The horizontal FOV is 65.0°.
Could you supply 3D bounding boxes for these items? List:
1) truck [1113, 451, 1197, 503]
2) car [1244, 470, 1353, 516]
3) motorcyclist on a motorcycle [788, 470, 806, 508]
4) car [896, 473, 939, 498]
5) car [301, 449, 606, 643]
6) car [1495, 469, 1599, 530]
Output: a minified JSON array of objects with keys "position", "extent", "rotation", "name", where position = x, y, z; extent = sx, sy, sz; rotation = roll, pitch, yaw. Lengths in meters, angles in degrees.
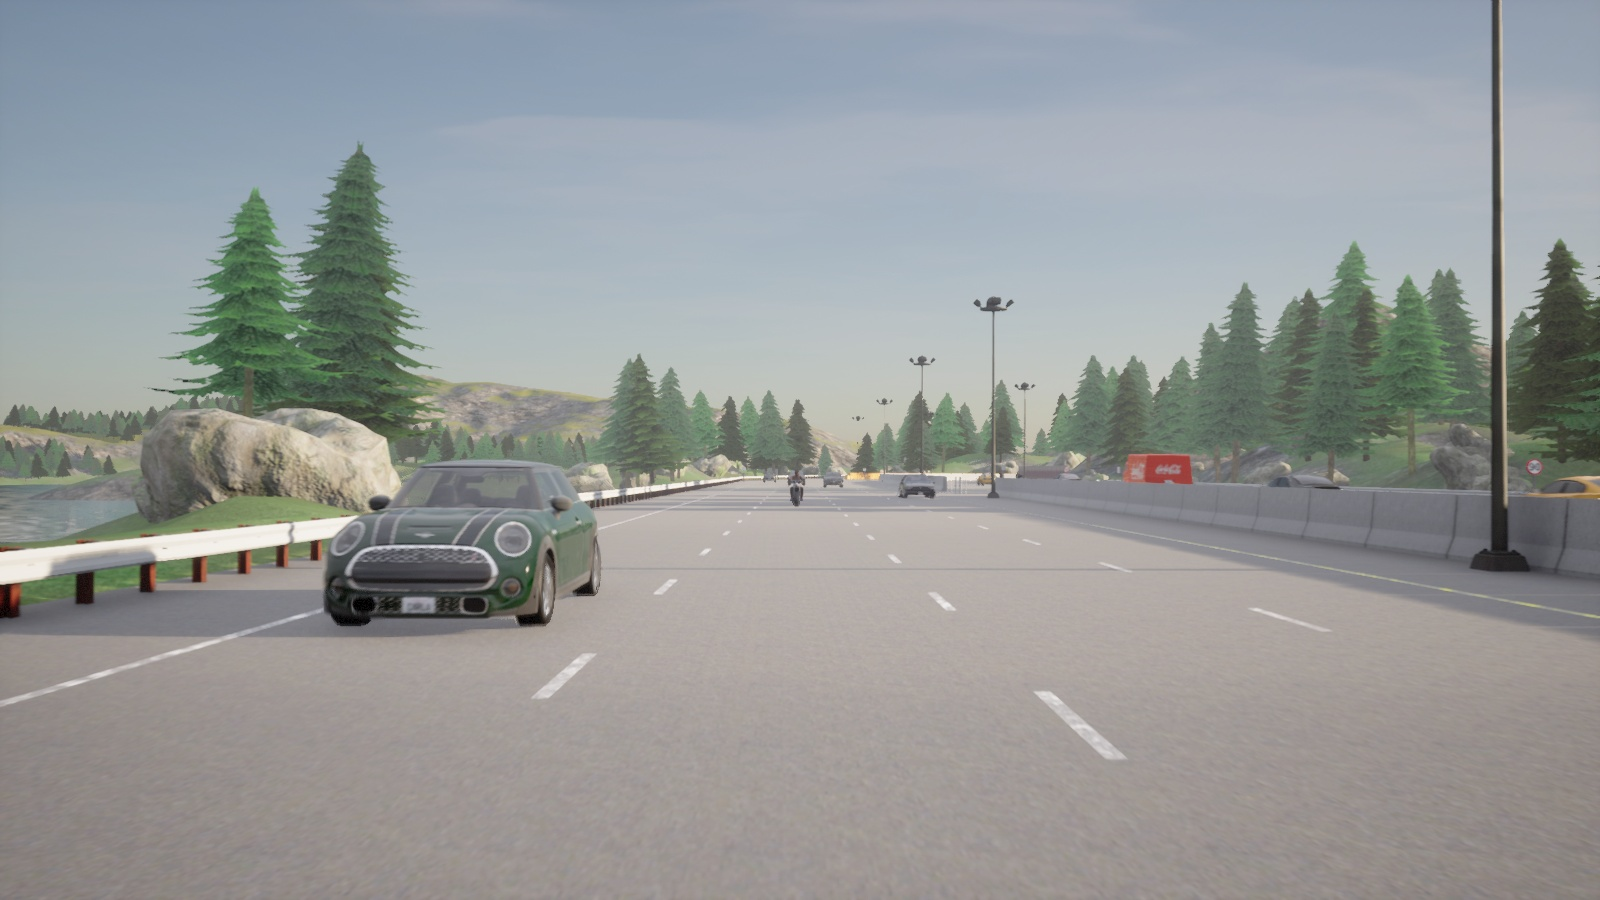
[{"position":[17.353,1.300,61.758],"extent":[2.627,2.467,5.204],"rotation":[0,-1,0],"name":"truck"},{"position":[17.396,1.487,44.082],"extent":[1.837,1.490,4.892],"rotation":[0,-1,0],"name":"car"},{"position":[-0.130,1.695,55.469],"extent":[0.766,1.649,2.350],"rotation":[0,-1,0],"name":"motorcyclist on a motorcycle"},{"position":[6.828,2.065,73.425],"extent":[2.033,1.411,5.357],"rotation":[0,-1,0],"name":"car"},{"position":[-3.533,0.918,13.790],"extent":[2.097,1.767,4.553],"rotation":[0,-1,0],"name":"car"},{"position":[20.921,1.271,33.563],"extent":[1.882,1.535,5.008],"rotation":[0,-1,0],"name":"car"}]
